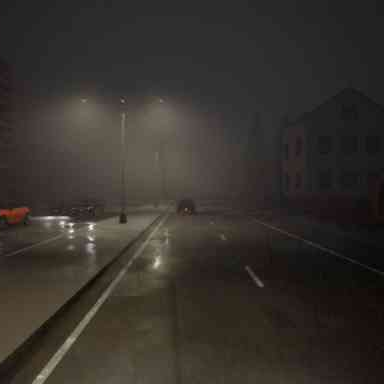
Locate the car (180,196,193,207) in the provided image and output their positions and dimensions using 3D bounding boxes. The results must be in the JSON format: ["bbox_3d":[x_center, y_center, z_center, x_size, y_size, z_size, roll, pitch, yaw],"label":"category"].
[{"bbox_3d":[-0.802,1.360,47.761,1.812,1.442,4.674,0,0,0],"label":"car"}]

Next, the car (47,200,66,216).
[{"bbox_3d":[-12.118,1.491,31.547,1.994,1.385,4.181,0,0,-1],"label":"car"}]

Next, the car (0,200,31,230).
[{"bbox_3d":[-11.948,1.317,20.617,2.097,1.767,4.553,0,0,-1],"label":"car"}]

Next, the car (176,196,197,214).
[{"bbox_3d":[-0.585,1.387,34.251,1.837,1.490,4.892,0,1,-1],"label":"car"}]

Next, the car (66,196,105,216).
[{"bbox_3d":[-8.479,1.147,27.633,1.837,1.490,4.892,0,0,-1],"label":"car"}]
